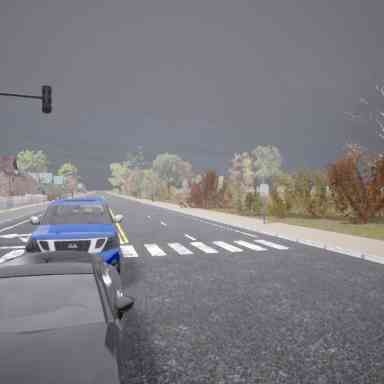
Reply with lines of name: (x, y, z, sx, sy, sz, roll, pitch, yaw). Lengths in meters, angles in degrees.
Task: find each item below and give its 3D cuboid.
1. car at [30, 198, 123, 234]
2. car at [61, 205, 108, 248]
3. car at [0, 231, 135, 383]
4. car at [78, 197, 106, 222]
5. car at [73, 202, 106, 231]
car: (-3.363, 1.218, 9.962, 2.150, 2.045, 5.566, 0, 0, -15)
car: (-5.039, 1.499, 16.028, 1.837, 1.490, 4.892, 0, 0, -15)
car: (-1.705, 1.524, 3.878, 1.812, 1.442, 4.674, 0, 0, -13)
car: (-8.202, 1.338, 27.498, 2.097, 1.767, 4.553, 0, 0, -15)
car: (-6.625, 1.468, 21.769, 1.882, 1.535, 5.008, 0, 0, -16)
